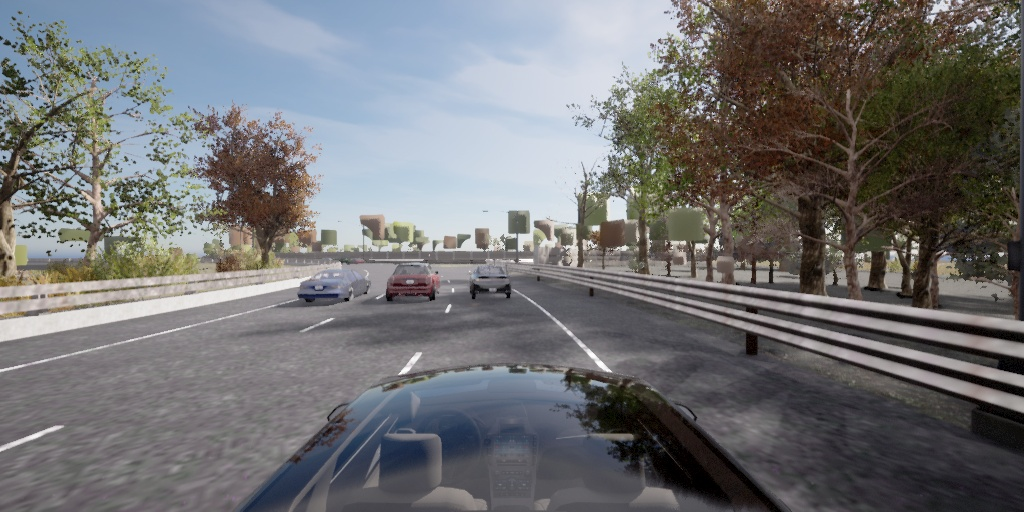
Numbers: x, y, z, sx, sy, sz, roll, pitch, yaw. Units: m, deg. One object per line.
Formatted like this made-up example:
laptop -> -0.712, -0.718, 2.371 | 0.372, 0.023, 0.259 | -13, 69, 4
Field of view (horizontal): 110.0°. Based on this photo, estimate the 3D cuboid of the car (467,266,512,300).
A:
car -> -1.180, 1.243, 17.868 | 2.128, 1.511, 4.902 | 0, 0, -8

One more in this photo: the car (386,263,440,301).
car -> -4.640, 1.114, 17.337 | 2.097, 1.767, 4.553 | 0, 0, -8

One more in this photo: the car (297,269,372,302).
car -> -8.108, 1.311, 16.865 | 2.033, 1.411, 5.357 | 0, 0, -8
